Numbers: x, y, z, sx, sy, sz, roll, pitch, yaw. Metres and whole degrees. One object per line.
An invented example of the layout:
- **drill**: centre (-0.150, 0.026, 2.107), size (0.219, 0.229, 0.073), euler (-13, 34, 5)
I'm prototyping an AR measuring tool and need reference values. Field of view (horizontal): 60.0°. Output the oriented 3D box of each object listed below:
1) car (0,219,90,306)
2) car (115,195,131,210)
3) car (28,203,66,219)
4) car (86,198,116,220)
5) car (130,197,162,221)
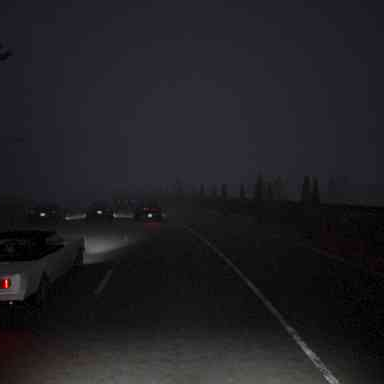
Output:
- **car**: centre (-3.921, 1.559, 7.784), size (1.895, 1.301, 4.718), euler (0, 0, -5)
- **car**: centre (-8.250, 1.114, 39.780), size (2.097, 1.767, 4.553), euler (0, 0, -22)
- **car**: centre (-10.172, 1.435, 23.555), size (1.994, 1.385, 4.181), euler (0, 0, -13)
- **car**: centre (-7.157, 1.413, 25.807), size (1.994, 1.385, 4.181), euler (0, 0, -15)
- **car**: centre (-3.502, 1.349, 25.653), size (1.837, 1.490, 4.892), euler (0, 1, -13)
